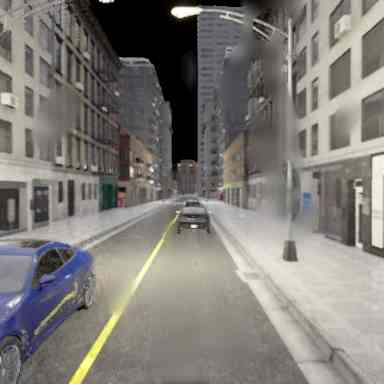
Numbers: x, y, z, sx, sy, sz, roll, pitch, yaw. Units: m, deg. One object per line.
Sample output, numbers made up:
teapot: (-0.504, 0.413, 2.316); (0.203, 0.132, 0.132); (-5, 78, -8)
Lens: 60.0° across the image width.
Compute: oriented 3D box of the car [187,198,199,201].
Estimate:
car: (0.103, 1.522, 39.484); (1.837, 1.490, 4.892); (0, 0, 0)

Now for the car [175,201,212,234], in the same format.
car: (0.102, 1.509, 19.423); (1.837, 1.490, 4.892); (0, 0, 0)

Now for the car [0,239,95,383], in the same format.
car: (-2.850, 1.526, 5.069); (1.812, 1.442, 4.674); (0, 0, 0)
